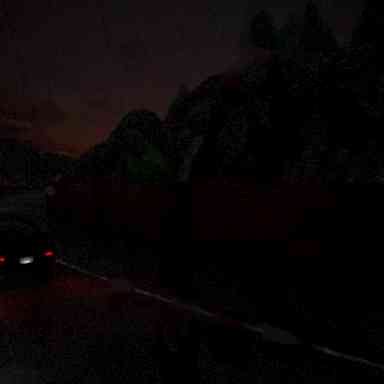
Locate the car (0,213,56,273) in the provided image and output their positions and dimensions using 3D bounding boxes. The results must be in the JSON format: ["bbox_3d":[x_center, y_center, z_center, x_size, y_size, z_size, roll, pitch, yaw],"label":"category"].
[{"bbox_3d":[-5.329,1.301,9.096,1.812,1.442,4.674,0,1,-45],"label":"car"}]
